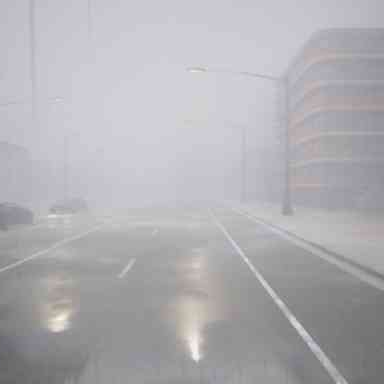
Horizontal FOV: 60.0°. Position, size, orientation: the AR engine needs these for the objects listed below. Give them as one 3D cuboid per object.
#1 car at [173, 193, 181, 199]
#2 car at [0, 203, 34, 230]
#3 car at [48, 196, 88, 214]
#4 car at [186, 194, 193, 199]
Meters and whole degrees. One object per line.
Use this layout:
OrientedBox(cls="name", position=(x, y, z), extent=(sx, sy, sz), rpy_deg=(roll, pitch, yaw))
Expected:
OrientedBox(cls="car", position=(-4.096, 1.177, 90.263), extent=(1.837, 1.490, 4.892), rpy_deg=(0, -1, 0))
OrientedBox(cls="car", position=(-10.713, 1.309, 18.798), extent=(1.994, 1.385, 4.181), rpy_deg=(0, 1, 0))
OrientedBox(cls="car", position=(-10.773, 1.081, 29.436), extent=(2.033, 1.411, 5.357), rpy_deg=(0, 1, -1))
OrientedBox(cls="car", position=(-0.596, 1.149, 90.186), extent=(1.882, 1.535, 5.008), rpy_deg=(0, -1, 0))
